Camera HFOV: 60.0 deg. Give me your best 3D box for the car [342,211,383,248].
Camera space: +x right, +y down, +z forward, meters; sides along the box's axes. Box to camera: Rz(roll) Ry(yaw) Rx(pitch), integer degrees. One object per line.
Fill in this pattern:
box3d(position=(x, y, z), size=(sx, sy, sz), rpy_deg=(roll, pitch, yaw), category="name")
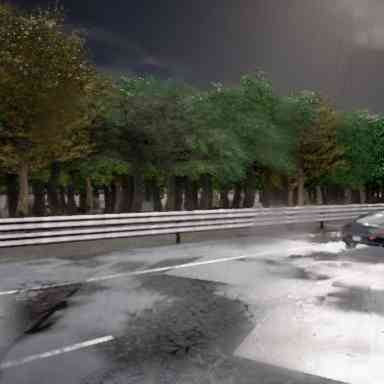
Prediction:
box3d(position=(7.871, 1.507, 13.279), size=(4.674, 1.442, 1.812), rpy_deg=(0, 0, -34), category="car")
